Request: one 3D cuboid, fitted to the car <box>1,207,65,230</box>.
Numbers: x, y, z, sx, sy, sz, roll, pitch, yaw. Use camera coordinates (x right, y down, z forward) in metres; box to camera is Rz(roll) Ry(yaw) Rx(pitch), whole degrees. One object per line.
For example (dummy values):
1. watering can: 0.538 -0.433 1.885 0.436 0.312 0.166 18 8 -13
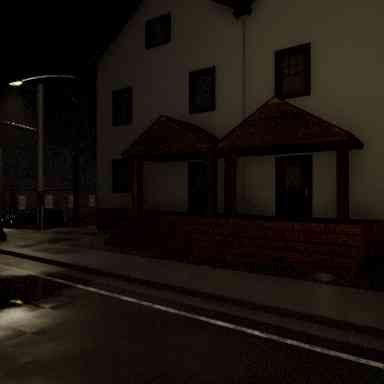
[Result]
1. car: -14.227 2.400 30.139 2.150 2.045 5.566 0 -9 36
